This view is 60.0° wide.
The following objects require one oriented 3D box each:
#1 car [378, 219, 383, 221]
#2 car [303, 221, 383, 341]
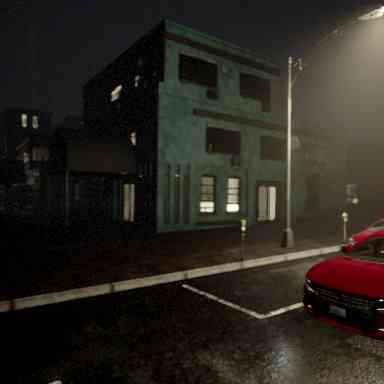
[{"bbox_3d":[7.152,1.596,11.651,4.206,1.307,1.802,0,1,-35],"label":"car"},{"bbox_3d":[4.188,1.486,6.353,5.008,1.535,1.882,0,0,-35],"label":"car"}]
